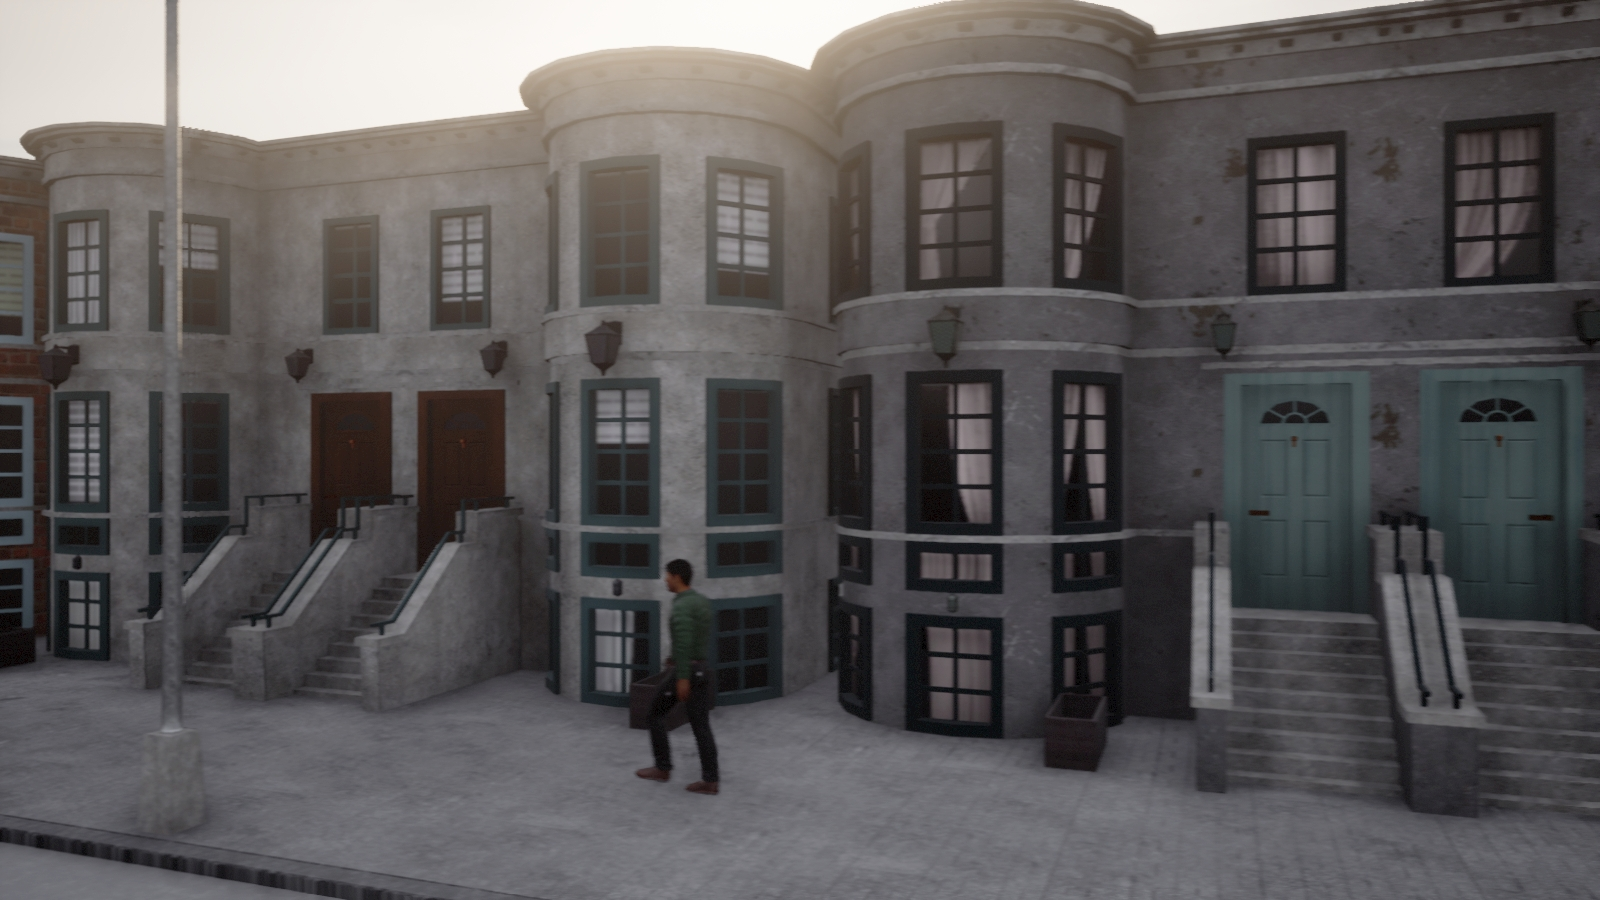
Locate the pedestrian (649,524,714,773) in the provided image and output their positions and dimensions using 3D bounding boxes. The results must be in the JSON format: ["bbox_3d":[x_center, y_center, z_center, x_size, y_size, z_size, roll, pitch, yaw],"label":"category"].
[{"bbox_3d":[-0.920,1.526,8.918,0.375,1.860,0.375,0,0,20],"label":"pedestrian"}]
